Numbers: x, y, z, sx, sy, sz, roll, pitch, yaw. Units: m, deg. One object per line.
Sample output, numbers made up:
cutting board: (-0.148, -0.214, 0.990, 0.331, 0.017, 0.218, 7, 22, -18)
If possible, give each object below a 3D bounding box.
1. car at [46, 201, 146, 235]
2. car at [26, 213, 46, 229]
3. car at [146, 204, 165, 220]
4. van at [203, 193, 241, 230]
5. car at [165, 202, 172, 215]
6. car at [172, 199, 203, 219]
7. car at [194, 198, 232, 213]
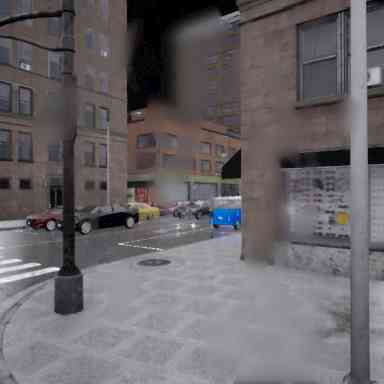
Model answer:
car: (-5.140, 1.358, 18.529, 1.882, 1.535, 5.008, 0, 0, 35)
car: (-7.538, 1.440, 19.894, 1.887, 1.381, 4.507, 0, 1, 36)
car: (-4.408, 1.370, 24.199, 1.752, 1.417, 4.829, 0, 1, 36)
van: (2.608, 1.145, 19.338, 1.690, 1.788, 3.998, 0, 1, 36)
car: (-1.078, 1.373, 28.781, 1.802, 1.307, 4.206, 0, 1, 36)
car: (0.756, 1.310, 26.623, 1.812, 1.442, 4.674, 0, 0, 36)
car: (2.151, 1.321, 33.223, 1.802, 1.307, 4.206, 0, 1, 36)
